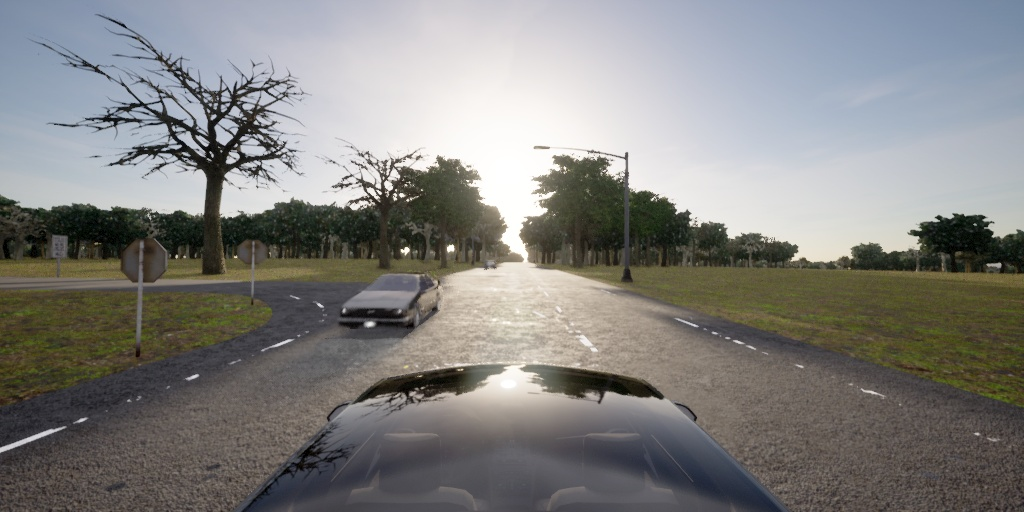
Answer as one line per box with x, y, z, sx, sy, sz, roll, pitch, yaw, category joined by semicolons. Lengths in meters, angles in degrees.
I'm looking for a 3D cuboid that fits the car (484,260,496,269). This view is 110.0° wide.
-3.565;1.395;58.759;2.128;1.511;4.902;0;0;0;car

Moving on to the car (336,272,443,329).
-3.500;1.244;11.492;2.033;1.411;5.357;1;1;0;car
